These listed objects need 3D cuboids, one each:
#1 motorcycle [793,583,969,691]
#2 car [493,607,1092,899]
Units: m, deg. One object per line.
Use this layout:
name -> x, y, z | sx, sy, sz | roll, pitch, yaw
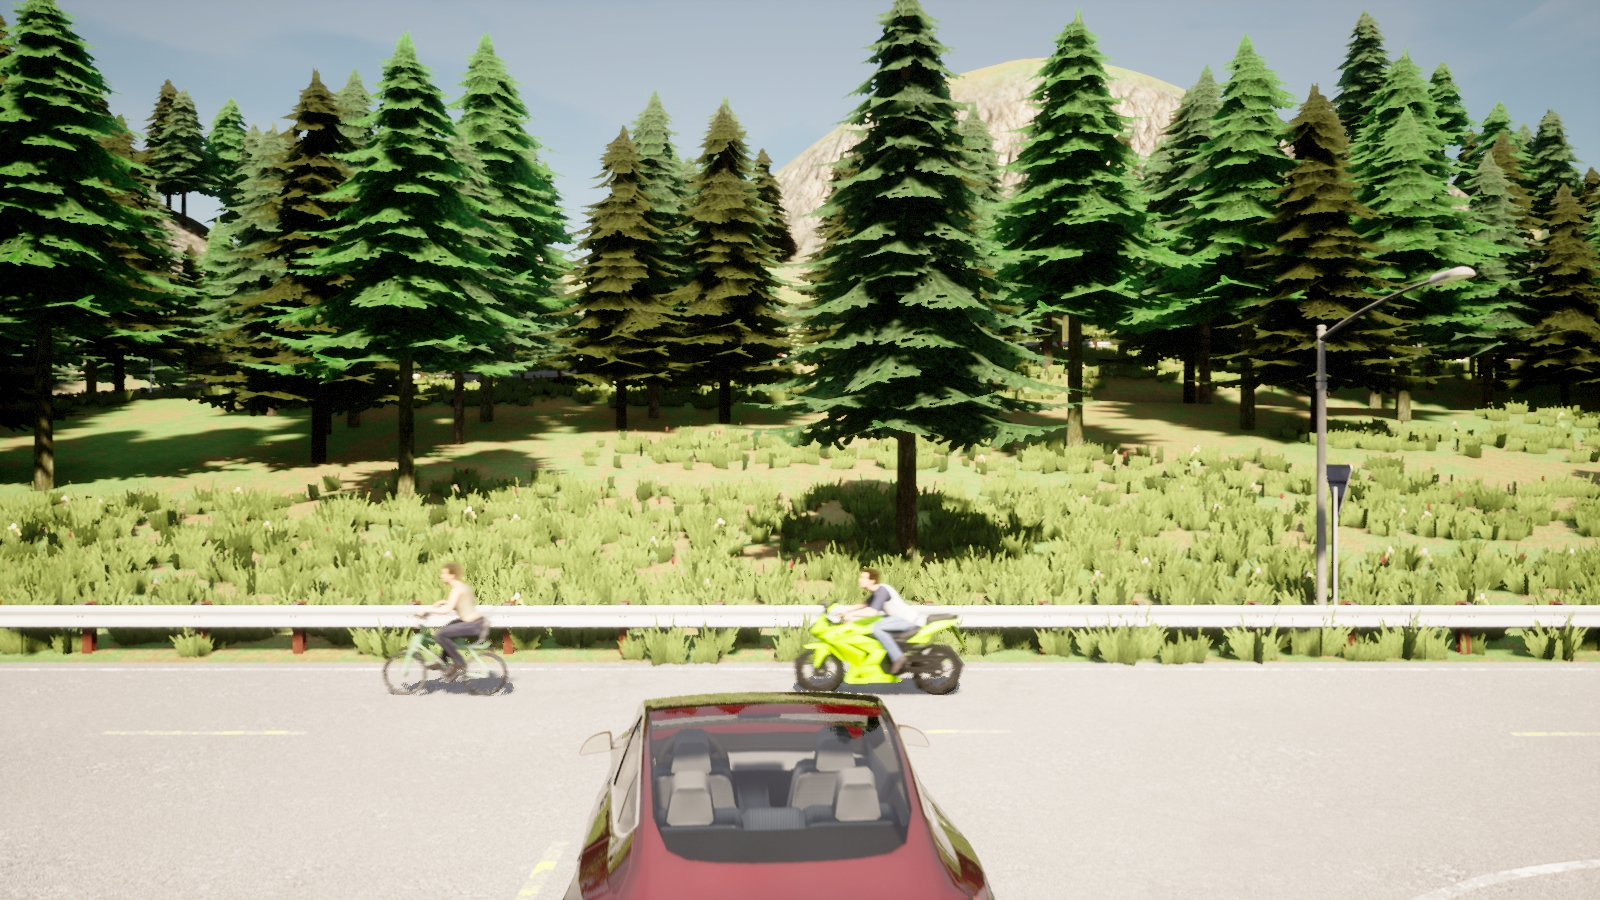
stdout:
motorcycle -> 0.931, 2.202, 13.572 | 2.033, 1.145, 0.803 | 0, 0, 0
car -> -0.213, 1.949, 6.493 | 2.163, 1.488, 4.792 | 0, -1, -5
